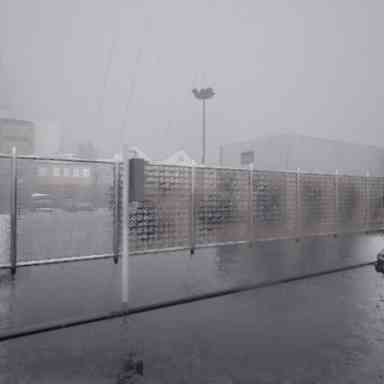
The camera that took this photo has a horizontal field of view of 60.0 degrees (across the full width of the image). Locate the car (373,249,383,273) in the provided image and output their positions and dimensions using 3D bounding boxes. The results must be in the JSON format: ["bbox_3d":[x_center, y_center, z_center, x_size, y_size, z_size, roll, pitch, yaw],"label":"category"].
[{"bbox_3d":[7.369,1.624,9.342,5.357,1.411,2.033,0,0,-33],"label":"car"}]
